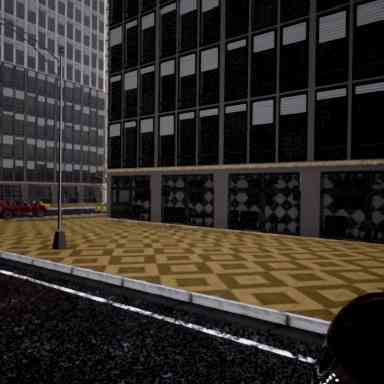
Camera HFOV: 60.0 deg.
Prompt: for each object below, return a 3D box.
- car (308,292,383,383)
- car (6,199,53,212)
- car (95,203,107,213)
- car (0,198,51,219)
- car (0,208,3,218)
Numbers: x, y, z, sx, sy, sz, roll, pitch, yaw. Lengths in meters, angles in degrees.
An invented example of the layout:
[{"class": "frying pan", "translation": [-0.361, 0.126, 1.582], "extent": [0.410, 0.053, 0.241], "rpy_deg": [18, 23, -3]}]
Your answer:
[{"class": "car", "translation": [3.346, 1.223, 1.285], "extent": [5.566, 2.045, 2.150], "rpy_deg": [0, 0, 36]}, {"class": "car", "translation": [-19.678, 1.640, 40.484], "extent": [1.752, 1.417, 4.829], "rpy_deg": [1, 0, 37]}, {"class": "car", "translation": [-9.383, 1.828, 40.292], "extent": [1.752, 1.417, 4.829], "rpy_deg": [1, 0, 37]}, {"class": "car", "translation": [-16.206, 1.517, 31.099], "extent": [2.192, 1.841, 5.009], "rpy_deg": [1, 0, 37]}, {"class": "car", "translation": [-7.360, 1.347, 8.958], "extent": [4.553, 1.767, 2.097], "rpy_deg": [0, 0, 36]}]
